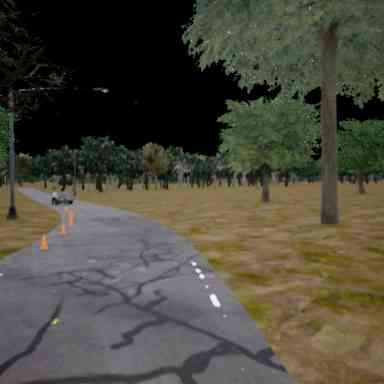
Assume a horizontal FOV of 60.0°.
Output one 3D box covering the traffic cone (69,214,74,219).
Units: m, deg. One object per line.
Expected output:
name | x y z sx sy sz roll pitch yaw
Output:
traffic cone | -8.534 2.040 23.437 0.340 0.580 0.340 -1 0 -17

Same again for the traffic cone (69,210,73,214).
traffic cone | -10.077 2.005 28.029 0.340 0.580 0.340 -1 1 -20

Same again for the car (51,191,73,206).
car | -19.620 0.923 49.974 2.150 2.045 5.566 -1 1 -33

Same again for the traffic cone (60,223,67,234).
traffic cone | -7.252 2.059 18.763 0.340 0.580 0.340 0 0 -14

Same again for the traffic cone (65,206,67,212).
traffic cone | -13.931 1.888 36.916 0.340 0.580 0.340 -1 1 -27

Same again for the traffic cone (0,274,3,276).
traffic cone | -5.490 2.045 9.236 0.340 0.580 0.340 0 0 -7

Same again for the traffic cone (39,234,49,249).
traffic cone | -6.237 2.061 14.025 0.340 0.580 0.340 0 0 -10

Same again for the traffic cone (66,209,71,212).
traffic cone | -11.879 1.954 32.528 0.340 0.580 0.340 -1 1 -23
